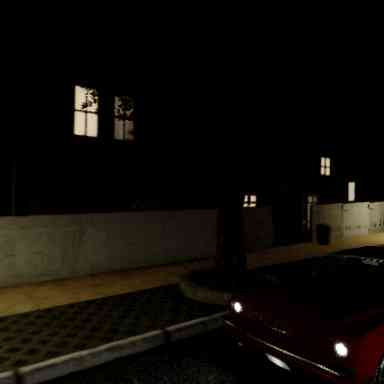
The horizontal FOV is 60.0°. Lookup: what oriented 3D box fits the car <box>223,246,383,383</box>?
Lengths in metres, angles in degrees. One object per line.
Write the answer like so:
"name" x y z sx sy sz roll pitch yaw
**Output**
"car" 2.761 1.600 5.039 4.718 1.301 1.895 0 0 -35
